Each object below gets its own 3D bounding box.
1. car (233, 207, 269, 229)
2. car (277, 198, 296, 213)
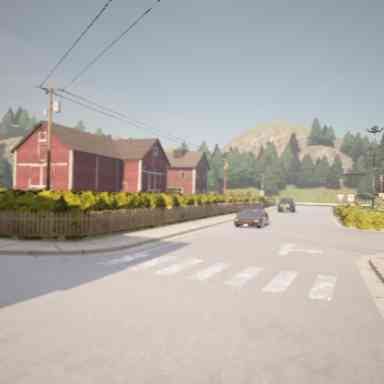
[{"bbox_3d":[4.574,1.867,24.827,2.033,1.411,5.357,1,0,21],"label":"car"},{"bbox_3d":[13.756,1.910,48.232,2.150,2.045,5.566,1,-1,21],"label":"car"}]
